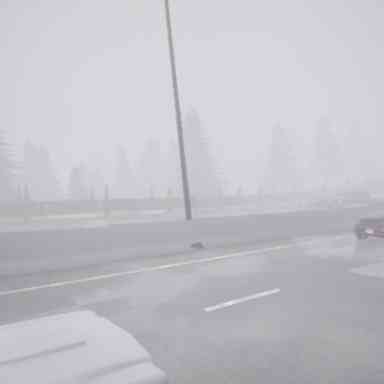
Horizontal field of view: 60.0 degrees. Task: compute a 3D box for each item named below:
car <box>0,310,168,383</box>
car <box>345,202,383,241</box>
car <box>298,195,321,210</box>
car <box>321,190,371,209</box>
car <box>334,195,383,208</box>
[{"bbox_3d":[-2.432,1.612,2.011,4.718,1.301,1.895,-1,0,-36],"label":"car"},{"bbox_3d":[8.820,1.340,14.342,4.674,1.442,1.812,-1,0,-36],"label":"car"},{"bbox_3d":[13.090,1.096,34.811,4.902,1.511,2.128,-2,1,-35],"label":"car"},{"bbox_3d":[15.251,0.823,32.054,5.566,2.045,2.150,-1,1,-35],"label":"car"},{"bbox_3d":[14.235,1.219,27.035,5.357,1.411,2.033,-1,0,-35],"label":"car"}]
